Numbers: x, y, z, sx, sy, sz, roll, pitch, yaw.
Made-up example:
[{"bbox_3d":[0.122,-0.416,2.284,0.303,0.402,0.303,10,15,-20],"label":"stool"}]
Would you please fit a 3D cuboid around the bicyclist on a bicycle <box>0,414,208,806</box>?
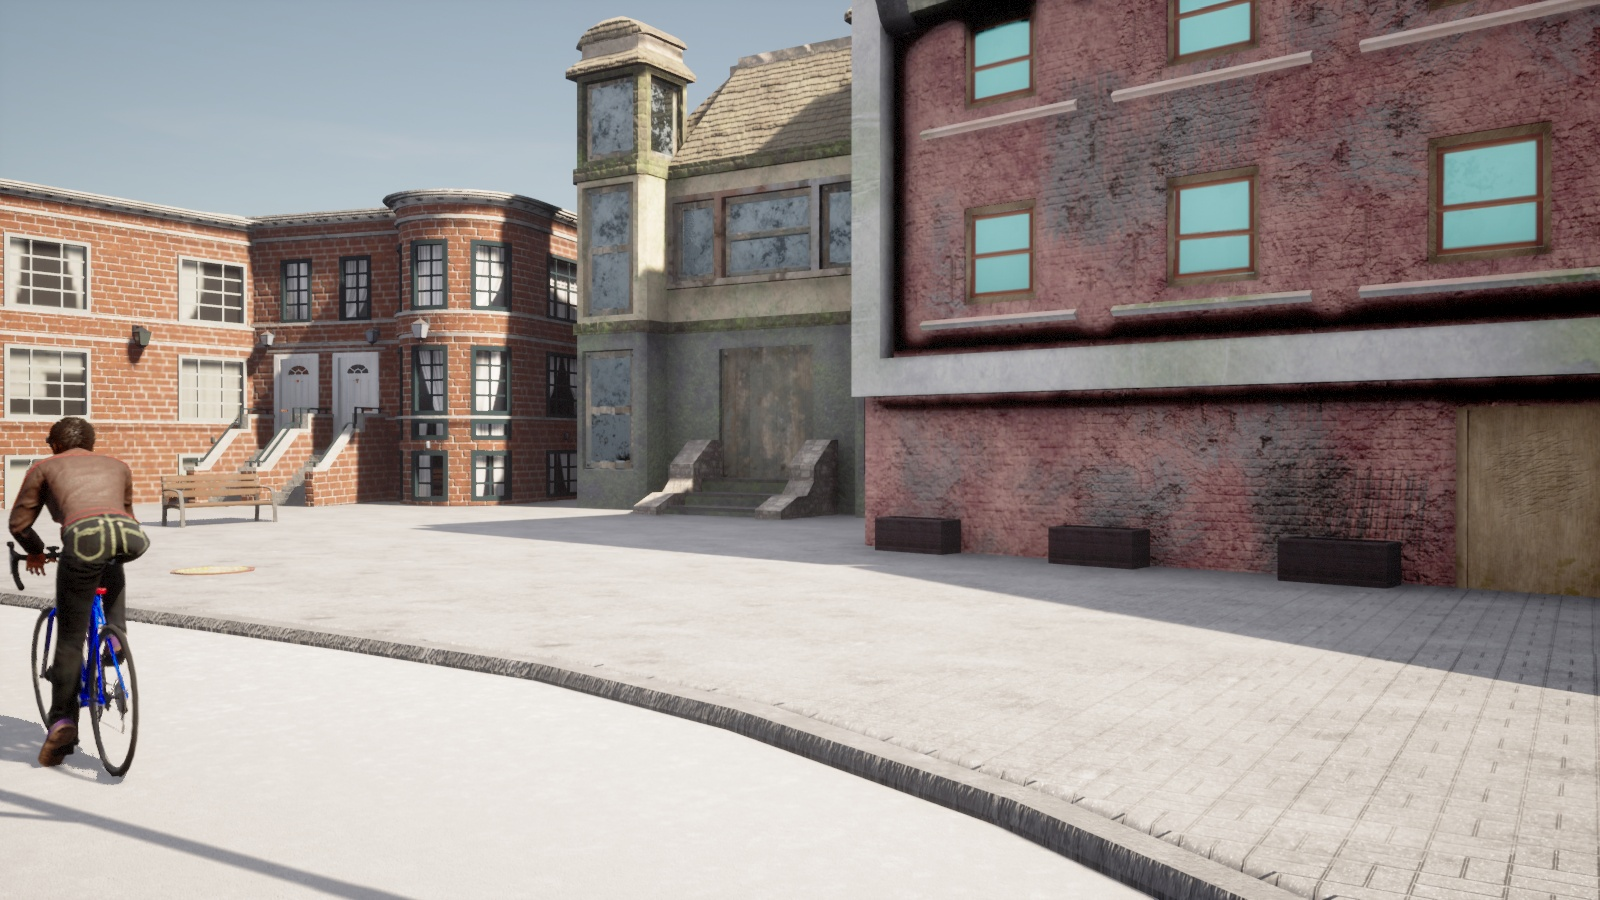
[{"bbox_3d":[-3.424,0.661,5.977,0.582,1.620,1.656,0,0,-44],"label":"bicyclist on a bicycle"}]
